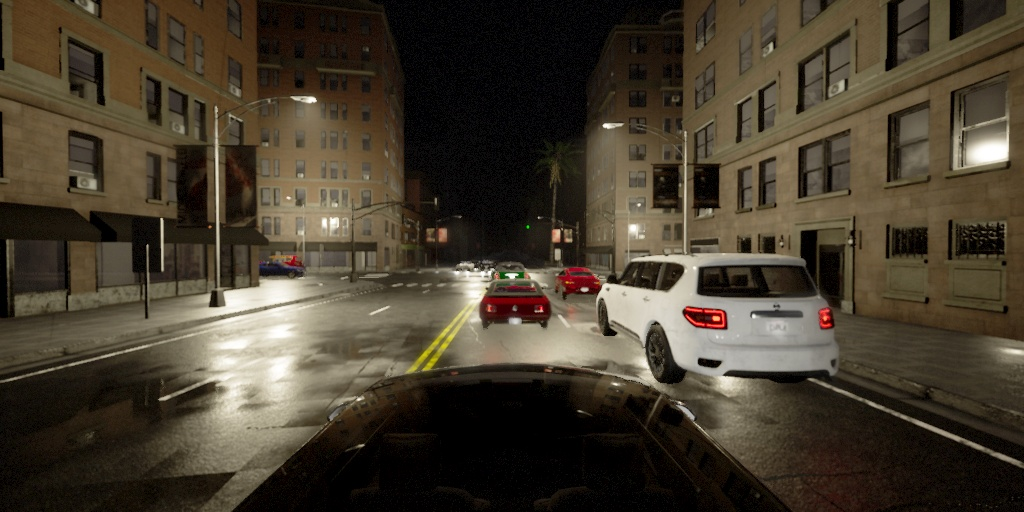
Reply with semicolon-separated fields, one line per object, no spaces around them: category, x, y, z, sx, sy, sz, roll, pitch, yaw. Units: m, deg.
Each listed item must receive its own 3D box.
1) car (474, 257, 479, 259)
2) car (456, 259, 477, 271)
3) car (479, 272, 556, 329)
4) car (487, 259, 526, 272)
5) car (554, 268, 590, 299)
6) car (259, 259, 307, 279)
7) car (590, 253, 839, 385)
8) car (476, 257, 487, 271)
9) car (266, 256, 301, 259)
car;-6.698;1.345;60.759;1.882;1.535;5.008;0;0;0
car;-6.695;1.451;51.511;1.895;1.301;4.718;0;0;3
car;0.080;1.370;11.322;1.895;1.301;4.718;0;0;0
car;-0.194;1.139;21.066;2.097;1.767;4.553;0;0;-5
car;3.234;1.307;18.135;1.812;1.442;4.674;0;0;0
car;-20.513;1.211;31.254;4.674;1.442;1.812;0;1;-9
car;3.329;0.982;7.201;2.150;2.045;5.566;0;0;0
car;-3.446;1.341;51.227;2.128;1.511;4.902;0;0;0
car;-23.965;0.910;36.568;5.009;1.841;2.192;0;0;-9
